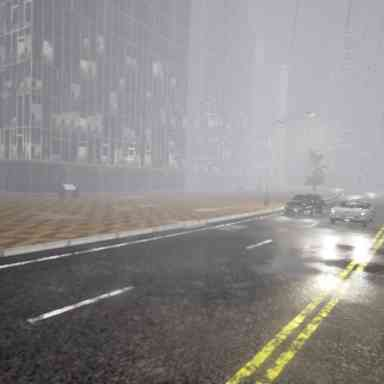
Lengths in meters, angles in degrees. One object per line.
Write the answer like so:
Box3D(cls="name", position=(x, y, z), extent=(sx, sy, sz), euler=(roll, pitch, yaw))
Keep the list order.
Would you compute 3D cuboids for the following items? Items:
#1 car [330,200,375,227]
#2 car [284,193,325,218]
Box3D(cls="car", position=(9.402, 1.147, 19.394), extent=(1.895, 1.301, 4.718), euler=(4, 3, 33))
Box3D(cls="car", position=(7.881, 0.847, 23.005), extent=(1.837, 1.490, 4.892), euler=(4, 3, 33))
